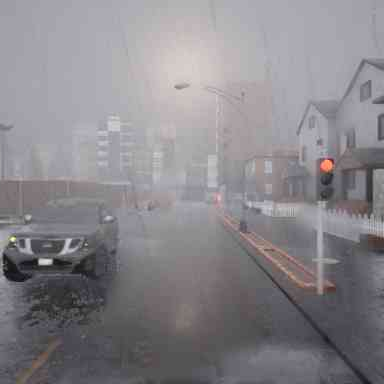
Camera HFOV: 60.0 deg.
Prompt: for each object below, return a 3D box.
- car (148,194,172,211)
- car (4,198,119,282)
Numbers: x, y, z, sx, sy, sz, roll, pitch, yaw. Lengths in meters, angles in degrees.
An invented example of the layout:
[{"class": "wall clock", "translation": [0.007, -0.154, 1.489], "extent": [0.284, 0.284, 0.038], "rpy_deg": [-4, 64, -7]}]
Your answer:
[{"class": "car", "translation": [-4.079, 1.221, 41.202], "extent": [2.150, 2.045, 5.566], "rpy_deg": [0, 0, 0]}, {"class": "car", "translation": [-3.558, 1.222, 10.233], "extent": [2.150, 2.045, 5.566], "rpy_deg": [1, 0, -6]}]
